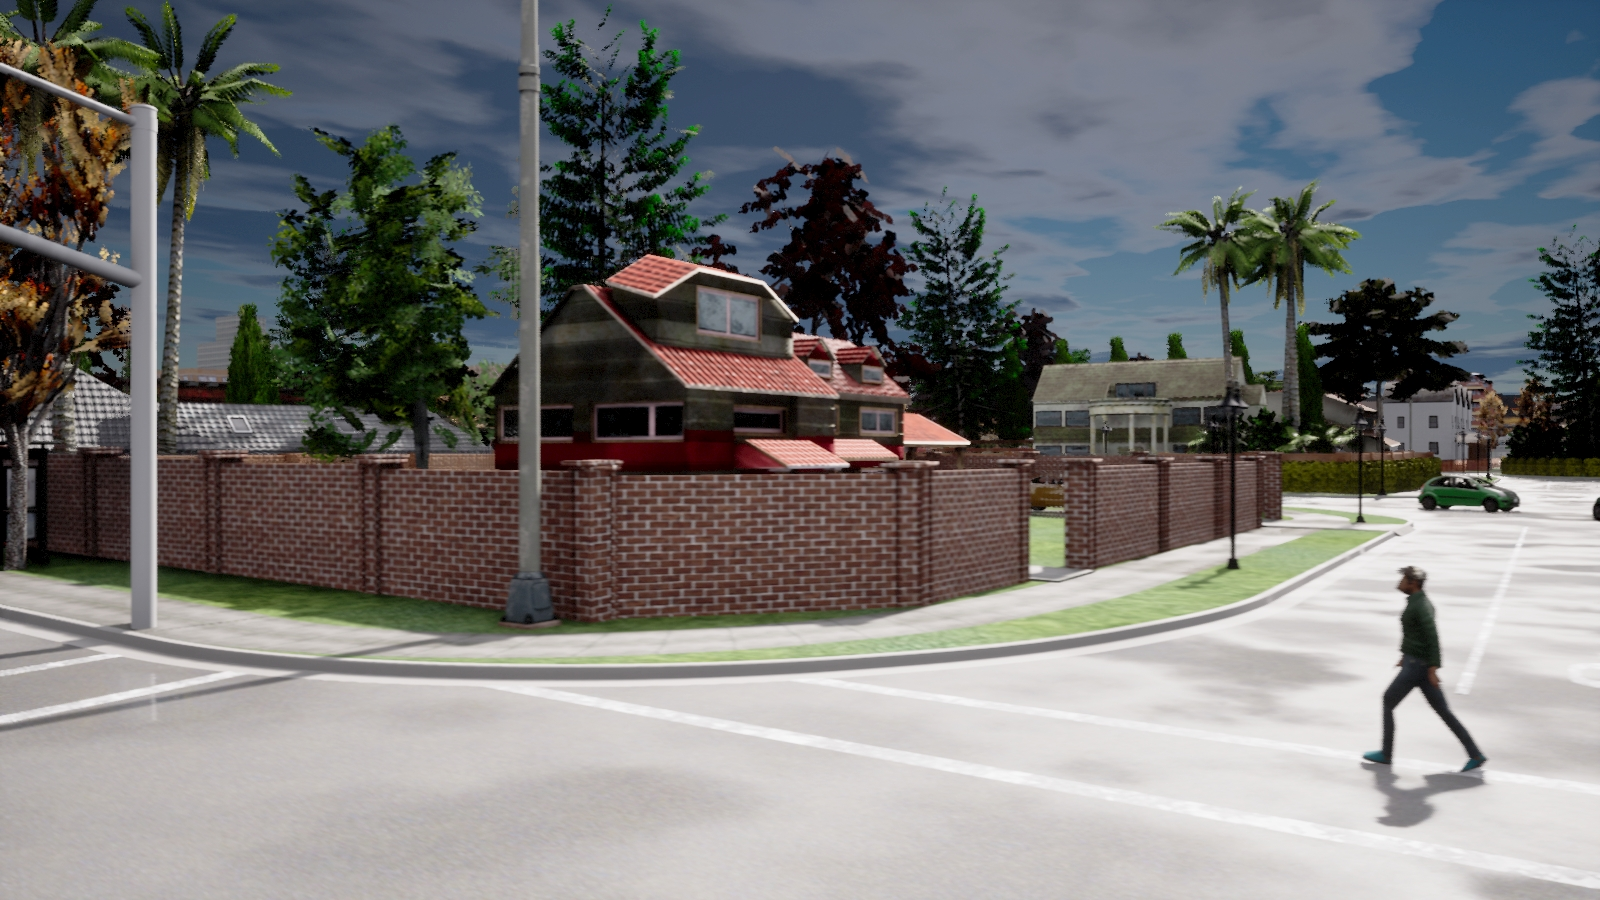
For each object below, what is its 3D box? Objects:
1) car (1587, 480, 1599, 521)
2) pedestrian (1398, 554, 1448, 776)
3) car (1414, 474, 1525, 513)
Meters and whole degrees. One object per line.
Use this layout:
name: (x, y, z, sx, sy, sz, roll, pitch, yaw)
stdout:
car: (32.973, 2.044, 44.960, 1.851, 1.617, 3.988, 0, 0, 10)
pedestrian: (5.469, 1.862, 10.032, 0.375, 1.860, 0.375, 0, 0, 29)
car: (30.830, 1.991, 52.676, 1.851, 1.617, 3.988, 0, 0, -35)
